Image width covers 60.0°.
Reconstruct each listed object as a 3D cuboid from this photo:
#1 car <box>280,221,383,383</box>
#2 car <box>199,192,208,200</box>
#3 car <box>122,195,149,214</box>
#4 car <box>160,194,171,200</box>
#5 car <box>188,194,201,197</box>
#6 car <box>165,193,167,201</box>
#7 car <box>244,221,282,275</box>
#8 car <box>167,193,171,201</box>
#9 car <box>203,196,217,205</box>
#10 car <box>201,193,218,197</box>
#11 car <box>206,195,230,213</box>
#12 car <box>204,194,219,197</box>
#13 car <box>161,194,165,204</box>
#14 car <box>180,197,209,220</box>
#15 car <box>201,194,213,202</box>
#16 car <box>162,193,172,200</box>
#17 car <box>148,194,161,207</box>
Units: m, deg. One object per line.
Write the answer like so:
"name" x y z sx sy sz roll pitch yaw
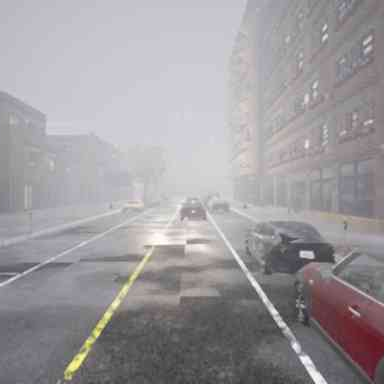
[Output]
"car" 2.704 1.409 4.235 1.967 1.590 4.097 1 0 0
"car" 2.731 0.910 78.157 1.967 1.590 4.097 1 0 0
"car" -5.652 1.297 32.437 1.752 1.417 4.829 1 0 0
"car" -5.663 1.057 72.414 2.008 1.369 4.403 1 0 0
"car" 0.088 1.157 46.140 1.882 1.535 5.008 0 1 0
"car" -5.659 1.199 55.354 1.802 1.307 4.206 1 0 0
"car" 2.701 1.495 9.923 1.947 1.339 4.313 1 0 0
"car" -5.661 1.109 66.726 1.947 1.339 4.313 1 0 0
"car" 2.690 1.237 49.728 1.802 1.307 4.206 1 0 0
"car" 2.696 1.009 44.040 2.192 1.841 5.009 1 0 0
"car" 2.695 1.322 32.668 2.008 1.369 4.403 1 0 0
"car" 2.694 1.256 38.524 1.752 1.417 4.829 1 0 0
"car" -5.655 1.095 49.667 1.967 1.590 4.097 1 0 0
"car" 0.094 1.379 26.360 1.994 1.385 4.181 0 0 0
"car" 2.687 1.146 61.101 1.947 1.339 4.313 1 0 0
"car" -5.834 0.996 77.931 1.752 1.417 4.829 1 0 0
"car" -5.653 1.134 43.979 1.967 1.590 4.097 1 0 0
